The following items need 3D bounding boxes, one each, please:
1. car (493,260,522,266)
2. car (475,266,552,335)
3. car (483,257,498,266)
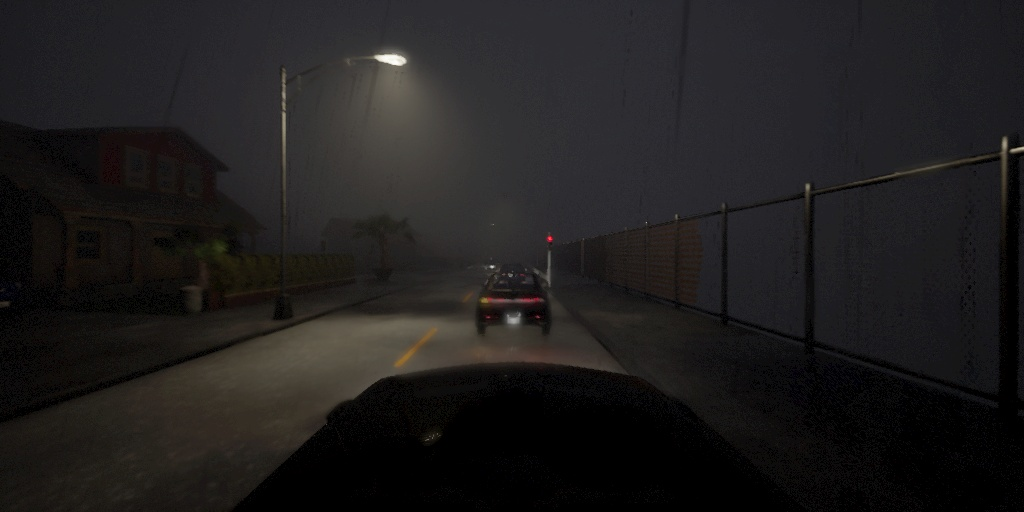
[{"bbox_3d":[0.040,1.182,24.732,2.033,1.411,5.357,0,0,1],"label":"car"},{"bbox_3d":[0.052,1.199,10.277,2.128,1.511,4.902,0,0,0],"label":"car"},{"bbox_3d":[-4.037,0.928,64.910,2.128,1.511,4.902,0,0,0],"label":"car"}]
